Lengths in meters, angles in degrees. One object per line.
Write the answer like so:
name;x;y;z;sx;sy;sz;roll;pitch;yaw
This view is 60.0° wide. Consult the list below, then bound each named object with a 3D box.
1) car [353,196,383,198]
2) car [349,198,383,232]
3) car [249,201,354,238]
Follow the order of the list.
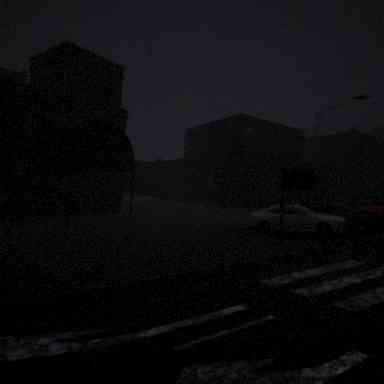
car;9.927;1.041;19.574;4.553;1.767;2.185;-1;0;35
car;7.504;1.252;17.906;4.792;1.488;2.163;-1;0;35
car;5.050;1.319;16.247;4.674;1.452;2.002;-1;0;35
